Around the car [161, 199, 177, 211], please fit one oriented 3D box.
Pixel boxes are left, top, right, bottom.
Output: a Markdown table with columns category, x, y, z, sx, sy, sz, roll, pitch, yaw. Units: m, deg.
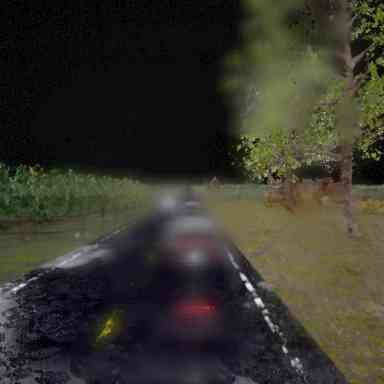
| category | x | y | z | sx | sy | sz | roll | pitch | yaw |
| --- | --- | --- | --- | --- | --- | --- | --- | --- | --- |
| car | -2.843 | 1.601 | 41.809 | 1.812 | 1.442 | 4.674 | 0 | 0 | 0 |

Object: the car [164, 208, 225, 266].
| category | x | y | z | sx | sy | sz | roll | pitch | yaw |
| --- | --- | --- | --- | --- | --- | --- | --- | --- | --- |
| car | 0.081 | 1.534 | 11.586 | 1.837 | 1.490 | 4.892 | 0 | 0 | 0 |

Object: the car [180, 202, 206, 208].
| category | x | y | z | sx | sy | sz | roll | pitch | yaw |
| --- | --- | --- | --- | --- | --- | --- | --- | --- | --- |
| car | 0.083 | 1.562 | 27.334 | 1.837 | 1.490 | 4.892 | 0 | 0 | 0 |
